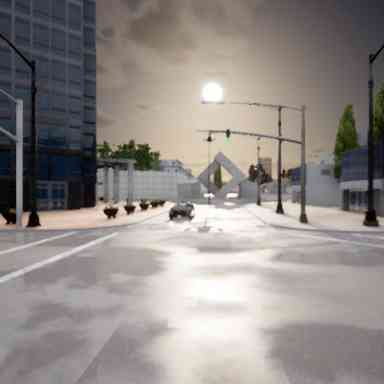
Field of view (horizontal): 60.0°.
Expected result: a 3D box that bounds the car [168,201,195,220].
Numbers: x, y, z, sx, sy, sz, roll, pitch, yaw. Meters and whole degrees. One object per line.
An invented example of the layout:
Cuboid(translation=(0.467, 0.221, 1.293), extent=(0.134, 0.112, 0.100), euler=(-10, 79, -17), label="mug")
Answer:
Cuboid(translation=(-0.754, 1.518, 28.539), extent=(2.033, 1.411, 5.357), euler=(0, 0, 5), label="car")
